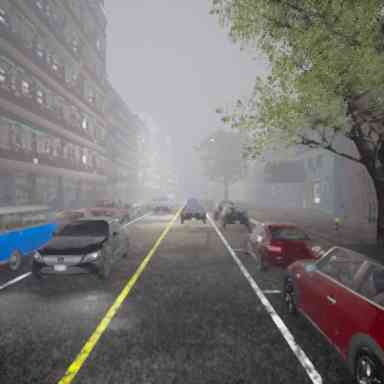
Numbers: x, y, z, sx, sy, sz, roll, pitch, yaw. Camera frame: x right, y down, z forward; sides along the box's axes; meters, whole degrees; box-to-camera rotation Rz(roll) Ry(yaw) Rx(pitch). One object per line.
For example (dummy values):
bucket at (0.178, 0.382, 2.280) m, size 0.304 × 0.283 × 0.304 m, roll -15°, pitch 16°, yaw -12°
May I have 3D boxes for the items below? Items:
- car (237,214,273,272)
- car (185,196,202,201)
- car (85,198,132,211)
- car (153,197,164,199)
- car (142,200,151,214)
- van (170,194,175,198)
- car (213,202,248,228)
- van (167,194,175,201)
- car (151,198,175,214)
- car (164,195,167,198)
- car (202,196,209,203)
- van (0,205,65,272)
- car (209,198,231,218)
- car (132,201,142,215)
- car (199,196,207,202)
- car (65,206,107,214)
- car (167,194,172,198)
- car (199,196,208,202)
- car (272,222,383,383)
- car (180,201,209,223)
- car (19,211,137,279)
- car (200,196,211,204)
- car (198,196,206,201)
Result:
car at (2.688, 1.584, 10.492) m, size 1.802 × 1.307 × 4.206 m, roll 0°, pitch 0°, yaw 0°
car at (0.091, 1.517, 46.265) m, size 1.882 × 1.535 × 5.008 m, roll 0°, pitch 0°, yaw 0°
car at (-5.694, 1.325, 21.886) m, size 2.192 × 1.841 × 5.009 m, roll 0°, pitch 0°, yaw 0°
car at (-5.696, 1.571, 50.200) m, size 1.752 × 1.417 × 4.829 m, roll 0°, pitch 0°, yaw 0°
car at (-5.694, 1.573, 33.279) m, size 2.008 × 1.369 × 4.403 m, roll 0°, pitch 0°, yaw 0°
van at (-5.700, 1.460, 84.551) m, size 1.690 × 1.788 × 3.998 m, roll 0°, pitch 0°, yaw 0°
car at (2.688, 1.560, 21.885) m, size 2.008 × 1.369 × 4.403 m, roll 0°, pitch 0°, yaw 0°
van at (-5.700, 1.476, 90.248) m, size 1.690 × 1.788 × 3.998 m, roll 0°, pitch 0°, yaw 0°
car at (-3.026, 1.626, 35.448) m, size 1.895 × 1.301 × 4.718 m, roll 0°, pitch 0°, yaw 1°
car at (-5.696, 1.600, 56.067) m, size 1.887 × 1.381 × 4.507 m, roll 0°, pitch 0°, yaw 0°
car at (2.685, 1.605, 56.066) m, size 2.008 × 1.369 × 4.403 m, roll 0°, pitch 0°, yaw 0°
van at (-5.693, 1.344, 10.492) m, size 1.690 × 1.788 × 3.998 m, roll 0°, pitch 0°, yaw 0°
car at (2.687, 1.455, 27.582) m, size 1.967 × 1.590 × 4.097 m, roll 0°, pitch 0°, yaw 0°
car at (-5.694, 1.581, 27.583) m, size 1.947 × 1.339 × 4.313 m, roll 0°, pitch 0°, yaw 0°
car at (2.682, 1.663, 84.548) m, size 1.887 × 1.381 × 4.507 m, roll 0°, pitch 0°, yaw 0°
car at (-5.693, 1.587, 16.189) m, size 1.802 × 1.307 × 4.206 m, roll 0°, pitch 0°, yaw 0°
car at (-5.697, 1.643, 67.459) m, size 1.947 × 1.339 × 4.313 m, roll 0°, pitch 0°, yaw 0°
car at (2.682, 1.685, 78.851) m, size 1.802 × 1.307 × 4.206 m, roll 0°, pitch 0°, yaw 0°
car at (2.689, 1.441, 4.794) m, size 1.967 × 1.590 × 4.097 m, roll 0°, pitch 0°, yaw 0°
car at (0.100, 1.614, 25.511) m, size 1.895 × 1.301 × 4.718 m, roll 0°, pitch 0°, yaw 0°
car at (-3.087, 1.528, 10.156) m, size 1.812 × 1.442 × 4.674 m, roll 0°, pitch 0°, yaw 0°
car at (2.683, 1.621, 67.457) m, size 1.887 × 1.381 × 4.507 m, roll 0°, pitch 0°, yaw 0°
car at (2.681, 1.700, 90.245) m, size 1.947 × 1.339 × 4.313 m, roll 0°, pitch 0°, yaw 0°
